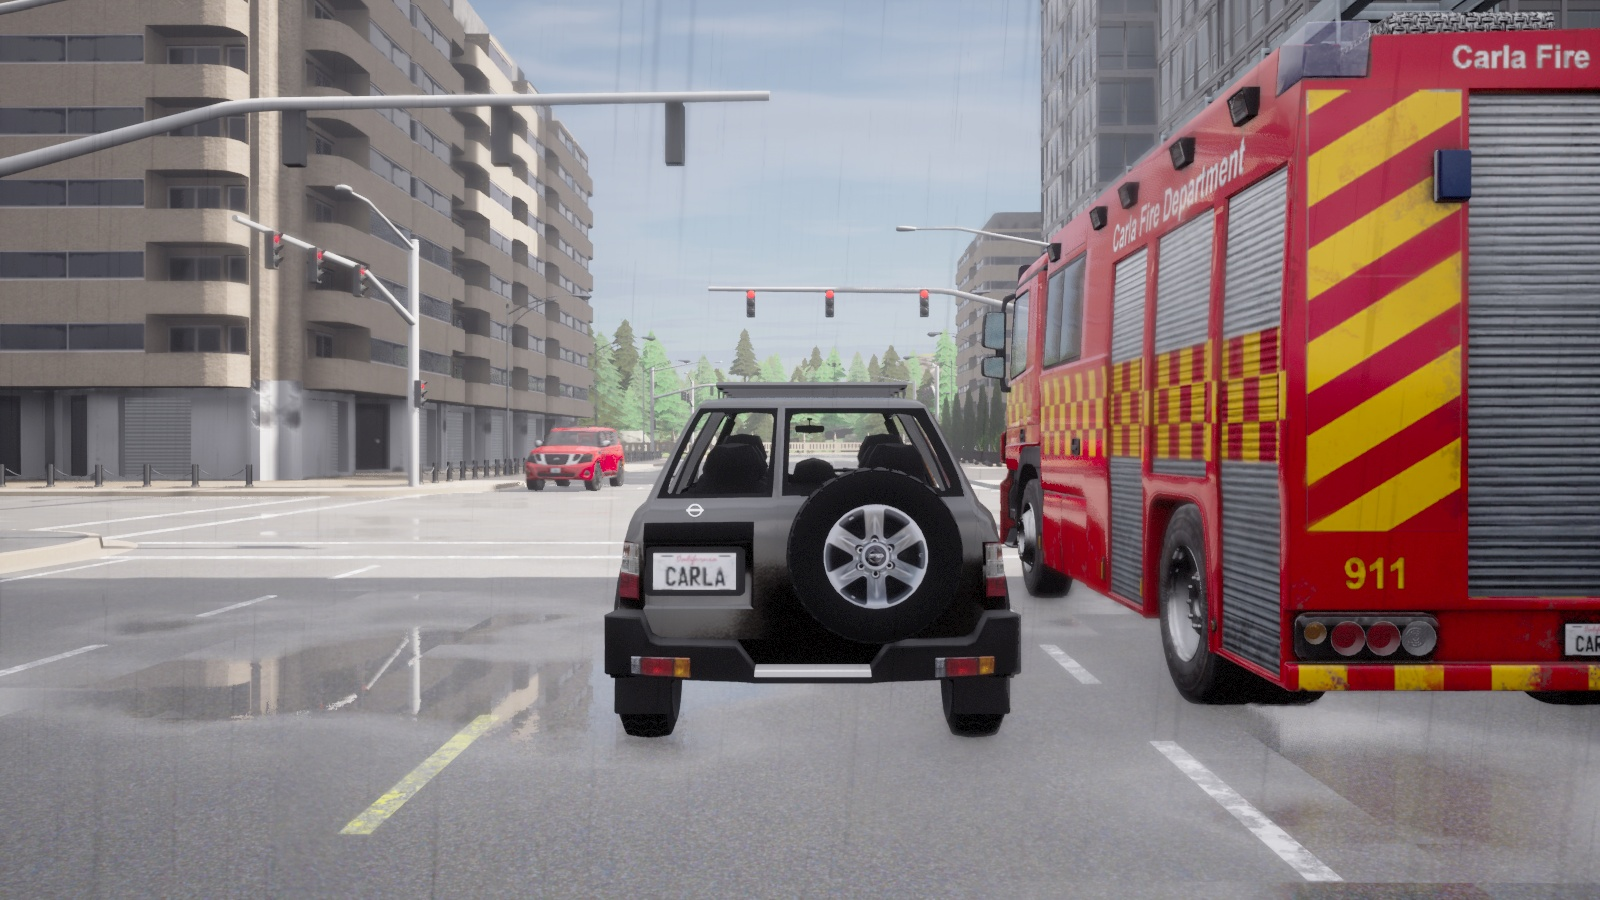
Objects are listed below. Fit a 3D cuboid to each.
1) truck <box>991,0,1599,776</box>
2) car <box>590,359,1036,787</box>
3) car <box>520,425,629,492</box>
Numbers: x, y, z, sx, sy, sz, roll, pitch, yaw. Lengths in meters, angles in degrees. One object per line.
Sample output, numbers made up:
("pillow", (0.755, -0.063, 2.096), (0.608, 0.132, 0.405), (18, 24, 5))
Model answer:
("truck", (3.573, -0.471, 9.880), (2.891, 3.827, 8.468), (0, 0, 0))
("car", (0.061, 0.520, 7.741), (1.932, 1.855, 4.605), (0, 0, 0))
("car", (-7.234, 0.234, 40.878), (2.150, 2.045, 5.566), (0, 1, 4))
